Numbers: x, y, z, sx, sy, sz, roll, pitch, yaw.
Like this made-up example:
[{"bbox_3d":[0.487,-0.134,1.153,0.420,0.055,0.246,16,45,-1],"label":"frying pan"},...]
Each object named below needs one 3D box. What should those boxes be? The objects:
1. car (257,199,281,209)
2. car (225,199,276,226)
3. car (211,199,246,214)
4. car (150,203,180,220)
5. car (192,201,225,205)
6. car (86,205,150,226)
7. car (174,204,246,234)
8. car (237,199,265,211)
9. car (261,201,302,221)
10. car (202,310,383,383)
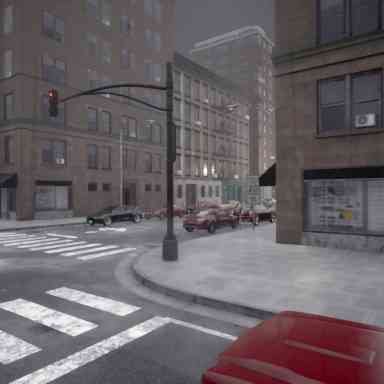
[{"bbox_3d":[10.682,1.602,46.017,1.802,1.307,4.206,0,0,36],"label":"car"},{"bbox_3d":[4.349,1.412,23.402,1.967,1.590,4.097,0,0,36],"label":"car"},{"bbox_3d":[4.155,1.545,36.907,1.752,1.417,4.829,0,0,36],"label":"car"},{"bbox_3d":[-2.174,1.605,28.075,1.802,1.307,4.206,0,0,36],"label":"car"},{"bbox_3d":[1.040,1.566,32.560,1.887,1.381,4.507,0,0,36],"label":"car"},{"bbox_3d":[-5.389,1.591,23.589,1.947,1.339,4.313,0,0,36],"label":"car"},{"bbox_3d":[1.135,1.556,18.916,1.802,1.307,4.206,0,0,36],"label":"car"},{"bbox_3d":[7.468,1.601,41.531,1.802,1.307,4.206,0,0,36],"label":"car"},{"bbox_3d":[7.663,1.496,28.026,1.752,1.417,4.829,0,0,36],"label":"car"},{"bbox_3d":[2.320,1.601,2.034,4.718,1.301,1.895,0,0,36],"label":"car"}]
